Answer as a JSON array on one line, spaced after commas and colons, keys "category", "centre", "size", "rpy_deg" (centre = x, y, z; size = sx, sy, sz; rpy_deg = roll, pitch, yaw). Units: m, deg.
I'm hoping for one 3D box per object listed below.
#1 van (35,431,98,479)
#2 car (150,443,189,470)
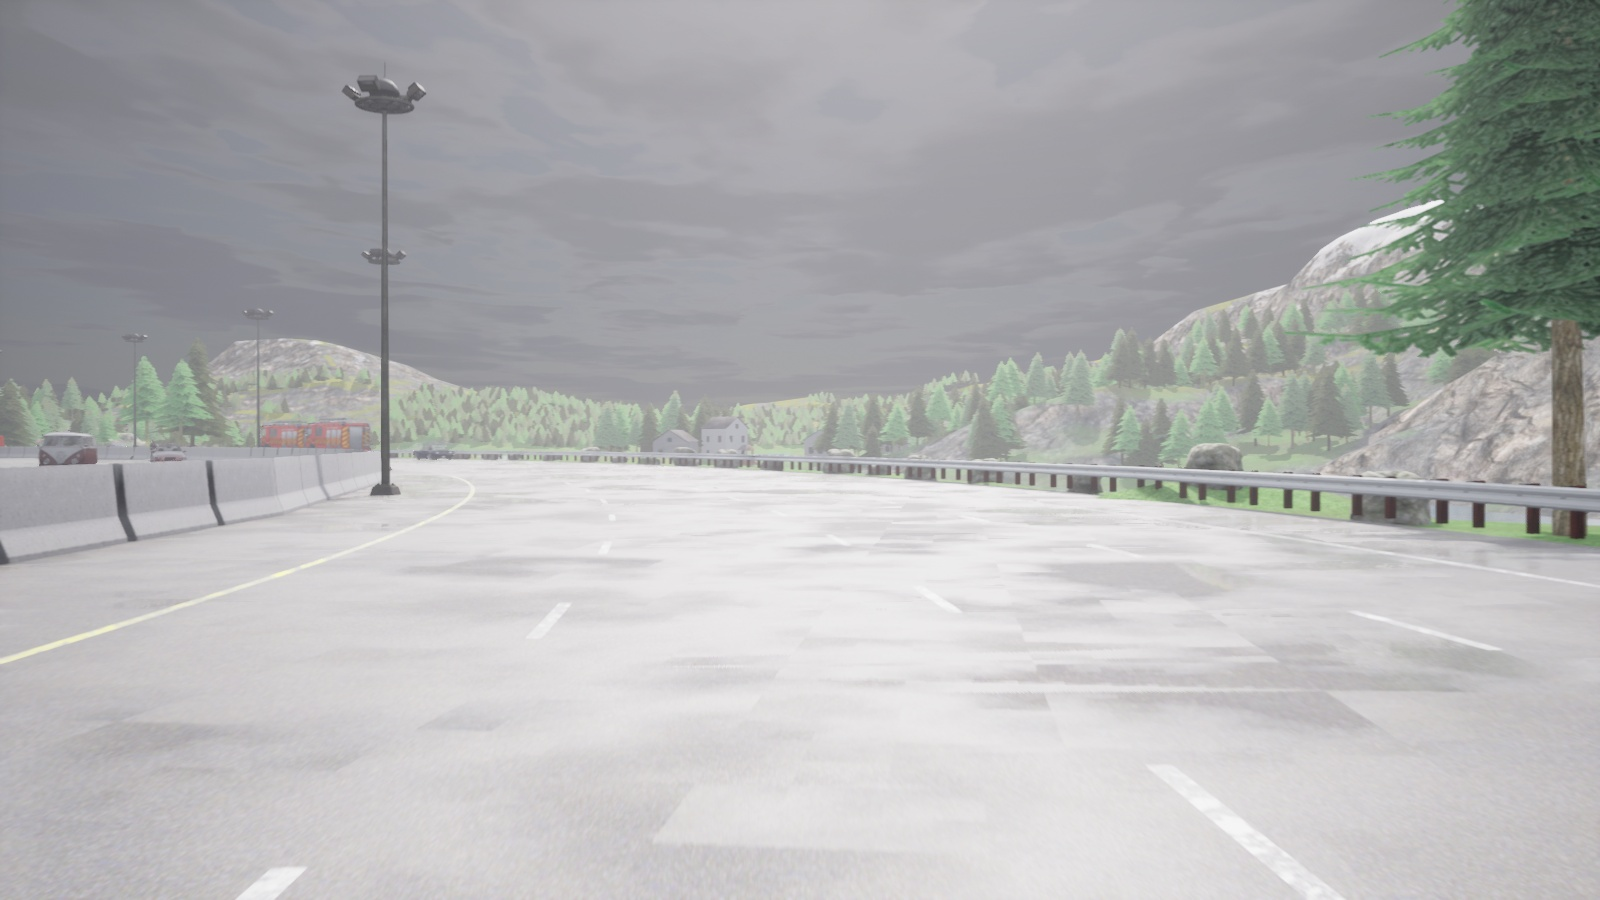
[{"category": "van", "centre": [-31.727, 0.179, 54.416], "size": [1.775, 1.987, 4.442], "rpy_deg": [0, 0, -22]}, {"category": "car", "centre": [-35.827, 0.343, 71.333], "size": [1.816, 1.474, 4.193], "rpy_deg": [0, 0, -29]}]
